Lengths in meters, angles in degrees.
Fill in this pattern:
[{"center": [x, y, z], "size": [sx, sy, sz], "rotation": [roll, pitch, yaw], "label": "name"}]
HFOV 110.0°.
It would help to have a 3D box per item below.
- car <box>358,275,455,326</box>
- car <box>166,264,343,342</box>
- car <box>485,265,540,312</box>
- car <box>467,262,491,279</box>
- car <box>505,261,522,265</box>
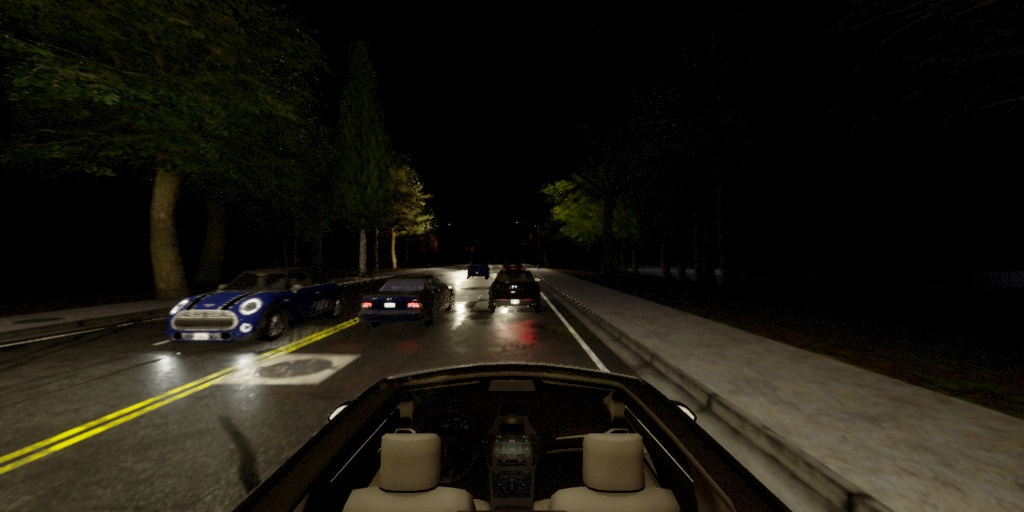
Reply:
[{"center": [-3.150, 1.325, 11.751], "size": [2.033, 1.411, 5.357], "rotation": [0, 0, 0], "label": "car"}, {"center": [-6.599, 1.123, 9.853], "size": [2.097, 1.767, 4.553], "rotation": [0, 0, 0], "label": "car"}, {"center": [0.093, 1.294, 14.432], "size": [1.837, 1.490, 4.892], "rotation": [0, 0, 0], "label": "car"}, {"center": [-3.151, 1.360, 34.636], "size": [1.882, 1.535, 5.008], "rotation": [0, 0, 0], "label": "car"}, {"center": [0.098, 1.223, 32.493], "size": [2.097, 1.767, 4.553], "rotation": [0, 0, 0], "label": "car"}]
